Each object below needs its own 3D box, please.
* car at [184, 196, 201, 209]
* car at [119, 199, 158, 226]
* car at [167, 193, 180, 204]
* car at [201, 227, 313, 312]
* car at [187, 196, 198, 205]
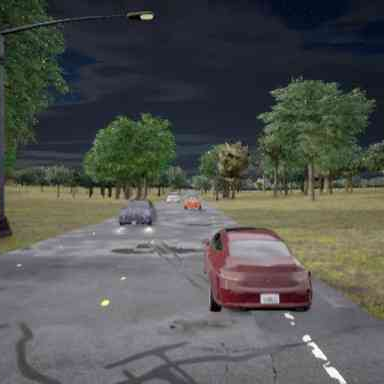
[{"bbox_3d":[0.102,1.295,43.295,2.097,1.767,4.553,0,0,-1],"label":"car"},{"bbox_3d":[-3.592,1.321,22.812,2.097,1.767,4.553,0,0,0],"label":"car"},{"bbox_3d":[-3.543,1.148,63.036,2.150,2.045,5.566,0,0,1],"label":"car"},{"bbox_3d":[1.227,1.516,7.536,1.812,1.442,4.674,0,0,0],"label":"car"},{"bbox_3d":[0.074,1.456,56.334,1.812,1.442,4.674,0,0,0],"label":"car"}]
